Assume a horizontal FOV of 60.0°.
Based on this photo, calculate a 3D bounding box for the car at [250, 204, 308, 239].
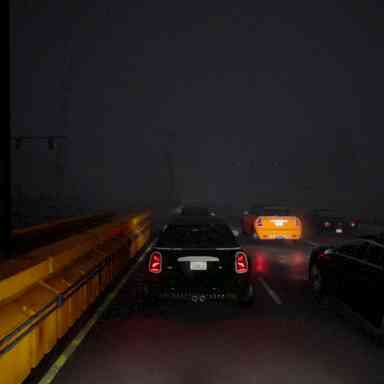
[{"bbox_3d":[3.651,1.352,16.009,2.097,1.767,4.553,0,0,0],"label":"car"}]

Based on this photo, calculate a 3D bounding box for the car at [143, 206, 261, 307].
[{"bbox_3d":[0.123,1.352,8.138,2.097,1.767,4.553,0,0,0],"label":"car"}]

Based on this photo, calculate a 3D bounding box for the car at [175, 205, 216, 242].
[{"bbox_3d":[0.154,1.505,17.313,1.837,1.490,4.892,0,0,0],"label":"car"}]

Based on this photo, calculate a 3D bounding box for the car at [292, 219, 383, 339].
[{"bbox_3d":[3.616,1.492,5.850,2.128,1.511,4.902,0,0,0],"label":"car"}]

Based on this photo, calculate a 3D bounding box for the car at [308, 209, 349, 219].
[{"bbox_3d":[7.157,1.601,18.378,1.895,1.301,4.718,0,0,0],"label":"car"}]
